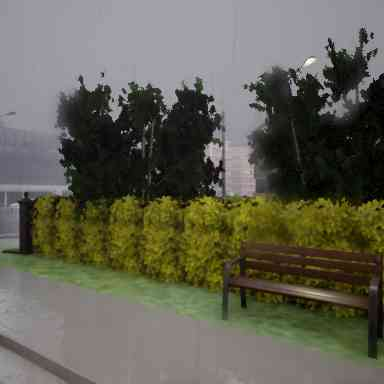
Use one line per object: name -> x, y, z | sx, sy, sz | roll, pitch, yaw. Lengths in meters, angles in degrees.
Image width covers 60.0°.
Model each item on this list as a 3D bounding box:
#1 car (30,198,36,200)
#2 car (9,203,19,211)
car -> -15.821, 1.507, 36.061 | 1.994, 1.385, 4.181 | 0, 0, 35
car -> -18.543, 1.469, 38.297 | 1.812, 1.442, 4.674 | 0, 0, 33
